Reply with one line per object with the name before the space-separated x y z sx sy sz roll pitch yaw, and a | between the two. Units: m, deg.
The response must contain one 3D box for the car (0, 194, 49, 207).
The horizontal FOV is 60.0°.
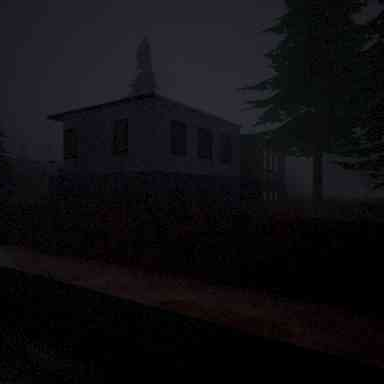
car | -14.782 1.194 29.635 2.150 2.045 5.566 0 1 27
